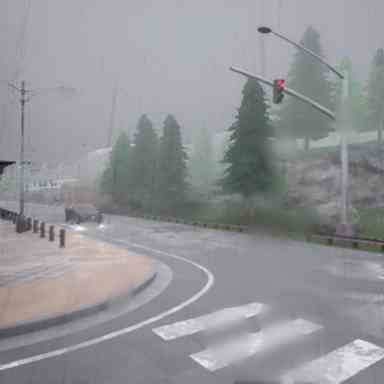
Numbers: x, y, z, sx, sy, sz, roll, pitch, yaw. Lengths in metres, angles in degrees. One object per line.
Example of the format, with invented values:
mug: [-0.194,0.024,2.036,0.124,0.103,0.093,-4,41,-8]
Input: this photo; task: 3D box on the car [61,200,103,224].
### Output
car: [-8.480,1.609,25.800,1.837,1.490,4.892,1,0,-35]

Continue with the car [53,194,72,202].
car: [-30.136,1.394,77.414,3.866,1.878,1.905,1,0,-36]

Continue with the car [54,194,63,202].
car: [-28.354,1.396,75.598,4.605,1.855,1.932,1,0,-36]
